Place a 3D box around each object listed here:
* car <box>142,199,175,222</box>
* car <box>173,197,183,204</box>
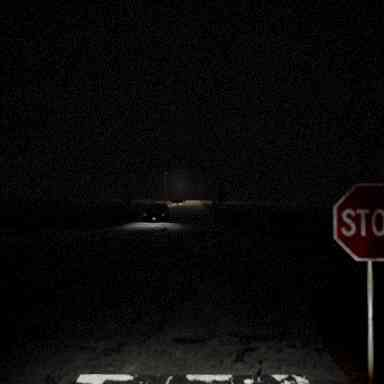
[{"bbox_3d":[-2.736,1.562,26.821,2.033,1.411,5.357,0,0,0],"label":"car"},{"bbox_3d":[-2.696,1.592,63.572,1.994,1.385,4.181,0,0,0],"label":"car"}]
